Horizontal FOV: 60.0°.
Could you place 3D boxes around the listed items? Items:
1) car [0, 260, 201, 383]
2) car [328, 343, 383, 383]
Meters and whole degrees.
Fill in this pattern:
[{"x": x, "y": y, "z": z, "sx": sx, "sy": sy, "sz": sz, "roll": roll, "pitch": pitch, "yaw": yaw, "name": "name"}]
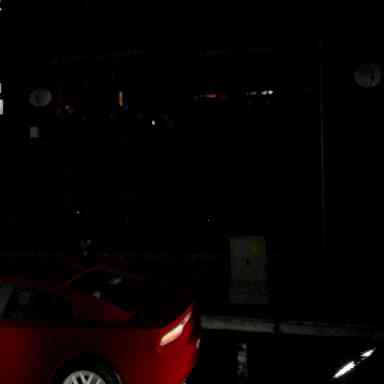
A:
[{"x": -2.150, "y": 1.551, "z": 4.115, "sx": 4.507, "sy": 1.381, "sz": 1.887, "roll": 0, "pitch": -2, "yaw": 8, "name": "car"}, {"x": 3.032, "y": 1.382, "z": 1.608, "sx": 4.553, "sy": 1.767, "sz": 2.097, "roll": 0, "pitch": 0, "yaw": 8, "name": "car"}]
